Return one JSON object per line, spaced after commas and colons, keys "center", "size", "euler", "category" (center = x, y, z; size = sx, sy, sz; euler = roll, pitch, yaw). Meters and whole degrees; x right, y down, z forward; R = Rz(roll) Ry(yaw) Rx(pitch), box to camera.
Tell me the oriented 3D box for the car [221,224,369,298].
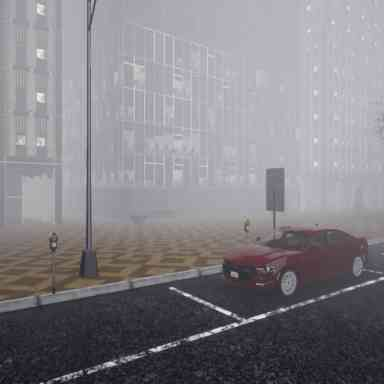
{"center": [2.748, 1.545, 8.527], "size": [4.507, 1.381, 1.887], "euler": [0, 0, -36], "category": "car"}
